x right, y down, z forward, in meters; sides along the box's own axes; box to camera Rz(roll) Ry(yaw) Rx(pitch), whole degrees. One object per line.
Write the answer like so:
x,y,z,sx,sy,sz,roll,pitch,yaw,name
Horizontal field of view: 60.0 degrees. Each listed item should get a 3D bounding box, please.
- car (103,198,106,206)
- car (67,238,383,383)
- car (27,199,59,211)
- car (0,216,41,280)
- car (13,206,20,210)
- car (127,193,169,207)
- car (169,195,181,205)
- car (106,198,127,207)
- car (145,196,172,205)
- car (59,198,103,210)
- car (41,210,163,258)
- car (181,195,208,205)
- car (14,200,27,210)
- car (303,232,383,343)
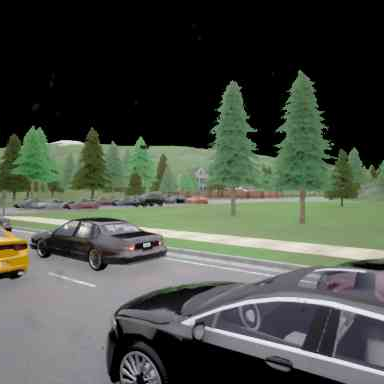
-14.196,1.575,51.586,1.994,1.385,4.181,0,0,38,car
1.203,1.492,3.093,4.902,1.511,2.128,0,0,38,car
-17.574,1.611,41.715,1.895,1.301,4.718,0,0,38,car
-6.268,1.480,8.874,5.008,1.535,1.882,0,0,38,car
-11.245,1.553,17.110,5.357,1.411,2.033,0,0,38,car
-6.558,1.229,49.952,2.150,2.045,5.566,0,0,38,car
-2.934,1.363,60.107,2.097,1.767,4.553,0,0,39,car
-10.419,1.574,50.714,1.994,1.385,4.181,0,0,38,car
-6.163,1.489,61.657,1.882,1.535,5.008,0,0,39,car
-13.654,1.574,41.029,1.994,1.385,4.181,0,0,38,car
-3.259,1.550,10.969,5.357,1.411,2.033,0,0,38,car
0.783,1.362,59.155,2.097,1.767,4.553,0,0,39,car
-20.835,1.575,43.240,1.994,1.385,4.181,0,0,38,car
4.169,1.564,5.214,4.181,1.385,1.994,0,0,38,car
